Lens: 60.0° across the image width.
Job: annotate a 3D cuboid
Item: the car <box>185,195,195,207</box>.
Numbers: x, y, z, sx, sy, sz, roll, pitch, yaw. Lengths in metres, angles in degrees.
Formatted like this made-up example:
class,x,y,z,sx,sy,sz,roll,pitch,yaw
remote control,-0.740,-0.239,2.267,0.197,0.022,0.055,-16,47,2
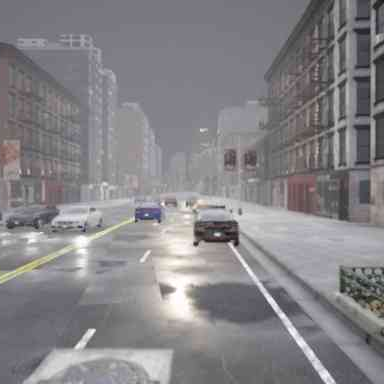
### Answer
class,x,y,z,sx,sy,sz,roll,pitch,yaw
car,0.030,1.486,50.269,1.994,1.385,4.181,0,0,1

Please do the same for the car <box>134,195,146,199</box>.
class,x,y,z,sx,sy,sz,roll,pitch,yaw
car,-9.758,1.386,62.835,1.837,1.490,4.892,0,0,1

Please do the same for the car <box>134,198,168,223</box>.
class,x,y,z,sx,sy,sz,roll,pitch,yaw
car,-3.139,1.451,25.489,1.882,1.535,5.008,0,0,0

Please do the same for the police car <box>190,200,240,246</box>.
class,x,y,z,sx,sy,sz,roll,pitch,yaw
police car,0.981,1.409,15.245,1.930,1.638,5.238,0,0,0

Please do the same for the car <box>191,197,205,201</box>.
class,x,y,z,sx,sy,sz,roll,pitch,yaw
car,0.986,1.429,25.325,1.801,1.575,5.366,0,0,0

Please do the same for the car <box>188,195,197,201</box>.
class,x,y,z,sx,sy,sz,roll,pitch,yaw
car,0.031,1.318,71.693,1.895,1.301,4.718,0,0,0

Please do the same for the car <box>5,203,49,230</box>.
class,x,y,z,sx,sy,sz,roll,pitch,yaw
car,-9.839,1.483,21.081,1.837,1.490,4.892,0,0,0

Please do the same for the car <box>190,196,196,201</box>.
class,x,y,z,sx,sy,sz,roll,pitch,yaw
car,0.988,1.423,31.325,1.801,1.575,5.366,0,0,0

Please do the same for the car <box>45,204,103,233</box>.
class,x,y,z,sx,sy,sz,roll,pitch,yaw
car,-6.590,1.505,19.550,1.812,1.442,4.674,0,0,0

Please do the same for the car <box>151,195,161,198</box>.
class,x,y,z,sx,sy,sz,roll,pitch,yaw
car,-6.532,1.396,59.900,1.837,1.490,4.892,0,0,1

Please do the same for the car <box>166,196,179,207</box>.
class,x,y,z,sx,sy,sz,roll,pitch,yaw
car,-3.128,1.423,49.888,1.837,1.490,4.892,0,-1,0
